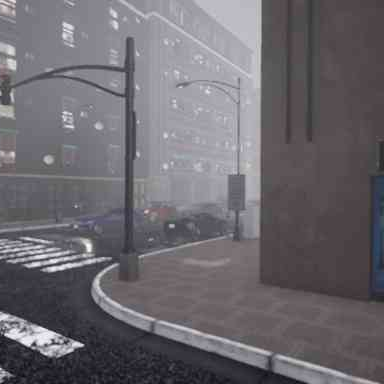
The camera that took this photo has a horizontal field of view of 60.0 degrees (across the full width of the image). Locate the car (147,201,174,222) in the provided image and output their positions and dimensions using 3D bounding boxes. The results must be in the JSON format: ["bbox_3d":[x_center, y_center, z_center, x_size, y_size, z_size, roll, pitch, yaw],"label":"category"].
[{"bbox_3d":[-3.010,1.466,26.599,1.967,1.590,4.097,1,0,35],"label":"car"}]

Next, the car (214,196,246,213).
[{"bbox_3d":[3.405,1.328,35.751,2.192,1.841,5.009,1,0,35],"label":"car"}]

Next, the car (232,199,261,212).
[{"bbox_3d":[6.609,1.589,40.328,1.802,1.307,4.206,1,0,35],"label":"car"}]

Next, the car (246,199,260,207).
[{"bbox_3d":[6.943,1.554,36.501,1.812,1.442,4.674,1,0,35],"label":"car"}]

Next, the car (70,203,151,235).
[{"bbox_3d":[-4.865,1.577,19.647,1.812,1.442,4.674,1,0,35],"label":"car"}]

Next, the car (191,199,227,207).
[{"bbox_3d":[0.789,1.566,27.727,1.812,1.442,4.674,1,0,35],"label":"car"}]

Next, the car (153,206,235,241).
[{"bbox_3d":[0.236,1.657,17.502,1.947,1.339,4.313,1,0,35],"label":"car"}]
